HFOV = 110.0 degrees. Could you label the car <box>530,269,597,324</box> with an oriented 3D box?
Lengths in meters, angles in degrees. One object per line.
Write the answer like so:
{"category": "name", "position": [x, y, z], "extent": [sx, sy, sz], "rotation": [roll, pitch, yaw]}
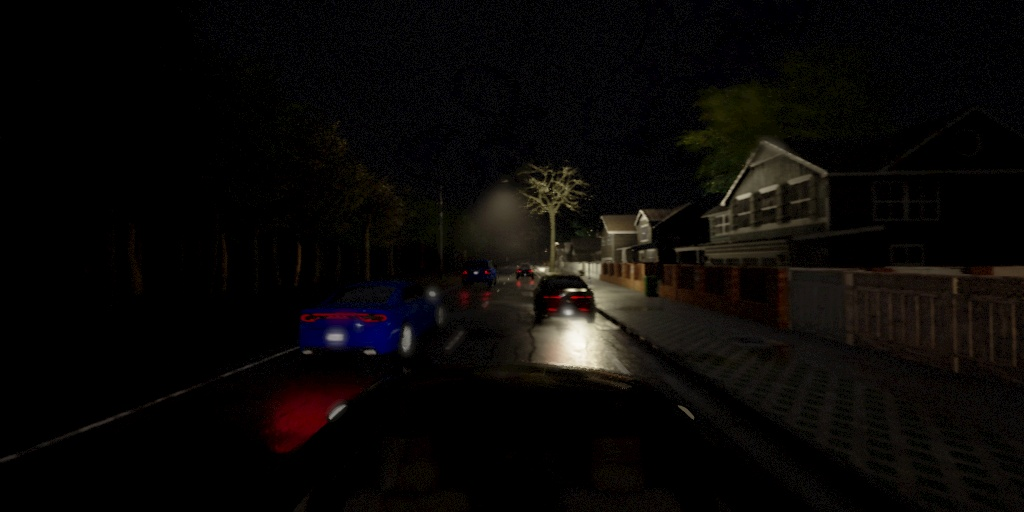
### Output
{"category": "car", "position": [1.681, 1.379, 12.540], "extent": [1.837, 1.490, 4.892], "rotation": [0, -1, 2]}

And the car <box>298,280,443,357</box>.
{"category": "car", "position": [-3.073, 1.336, 8.896], "extent": [1.882, 1.535, 5.008], "rotation": [0, -1, 2]}

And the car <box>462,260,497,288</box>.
{"category": "car", "position": [-2.419, 1.314, 27.630], "extent": [2.150, 2.045, 5.566], "rotation": [0, -1, 2]}

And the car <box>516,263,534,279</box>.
{"category": "car", "position": [1.440, 1.739, 38.666], "extent": [1.812, 1.442, 4.674], "rotation": [0, -1, 3]}
